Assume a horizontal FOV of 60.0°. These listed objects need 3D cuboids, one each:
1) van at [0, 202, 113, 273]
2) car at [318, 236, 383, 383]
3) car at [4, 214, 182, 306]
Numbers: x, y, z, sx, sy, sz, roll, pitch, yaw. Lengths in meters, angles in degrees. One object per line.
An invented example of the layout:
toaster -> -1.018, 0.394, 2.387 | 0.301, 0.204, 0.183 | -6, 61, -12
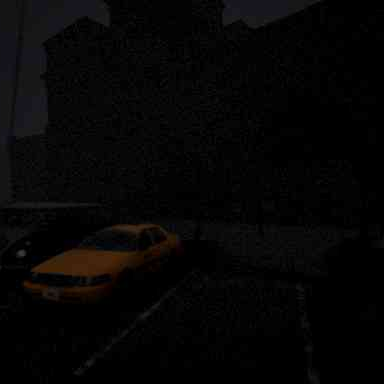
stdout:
van -> -4.180, 1.307, 10.296 | 1.878, 1.987, 4.442 | 0, -1, 16
car -> 3.143, 1.530, 5.152 | 2.163, 1.488, 4.792 | 1, -1, 16
car -> -1.767, 1.512, 8.483 | 1.946, 1.575, 5.366 | 0, -1, 16
